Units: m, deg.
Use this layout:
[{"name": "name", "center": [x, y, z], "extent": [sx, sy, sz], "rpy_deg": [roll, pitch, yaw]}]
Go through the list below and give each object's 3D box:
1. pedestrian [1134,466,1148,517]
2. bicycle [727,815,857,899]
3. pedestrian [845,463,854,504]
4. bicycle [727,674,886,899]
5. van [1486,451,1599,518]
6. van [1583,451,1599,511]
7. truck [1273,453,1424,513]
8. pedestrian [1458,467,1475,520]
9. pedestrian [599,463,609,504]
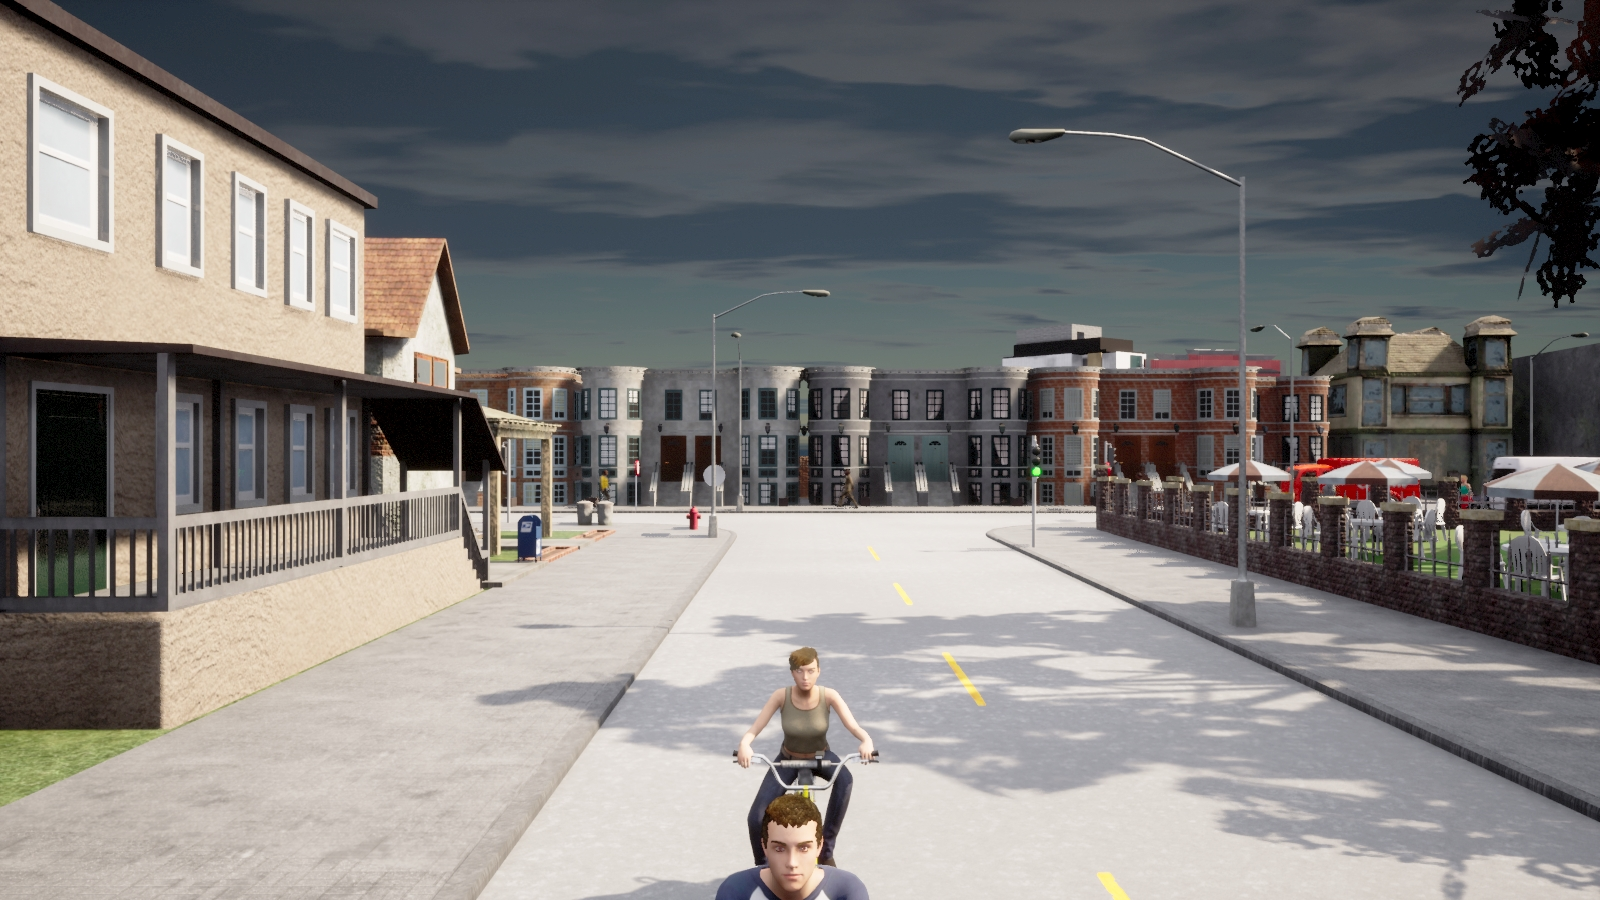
[{"name": "pedestrian", "center": [12.719, 1.533, 42.576], "extent": [0.375, 1.860, 0.375], "rpy_deg": [0, 0, 41]}, {"name": "bicycle", "center": [-0.022, 1.938, 3.212], "extent": [0.373, 1.296, 1.643], "rpy_deg": [0, 0, 0]}, {"name": "pedestrian", "center": [2.268, 1.548, 52.529], "extent": [0.375, 1.860, 0.375], "rpy_deg": [0, 0, -2]}, {"name": "bicycle", "center": [0.033, 2.040, 6.906], "extent": [0.859, 1.080, 1.487], "rpy_deg": [0, 0, 0]}, {"name": "van", "center": [30.509, 1.333, 44.883], "extent": [5.915, 2.561, 1.988], "rpy_deg": [0, 0, 0]}, {"name": "van", "center": [37.194, 1.334, 48.909], "extent": [5.915, 2.561, 1.988], "rpy_deg": [0, 0, 1]}, {"name": "truck", "center": [23.374, 1.365, 48.875], "extent": [5.204, 2.467, 2.627], "rpy_deg": [0, 0, 0]}, {"name": "pedestrian", "center": [23.581, 1.542, 40.419], "extent": [0.375, 1.860, 0.375], "rpy_deg": [0, 0, -2]}, {"name": "pedestrian", "center": [-9.104, 1.546, 52.986], "extent": [0.375, 1.860, 0.375], "rpy_deg": [0, 0, 8]}]
